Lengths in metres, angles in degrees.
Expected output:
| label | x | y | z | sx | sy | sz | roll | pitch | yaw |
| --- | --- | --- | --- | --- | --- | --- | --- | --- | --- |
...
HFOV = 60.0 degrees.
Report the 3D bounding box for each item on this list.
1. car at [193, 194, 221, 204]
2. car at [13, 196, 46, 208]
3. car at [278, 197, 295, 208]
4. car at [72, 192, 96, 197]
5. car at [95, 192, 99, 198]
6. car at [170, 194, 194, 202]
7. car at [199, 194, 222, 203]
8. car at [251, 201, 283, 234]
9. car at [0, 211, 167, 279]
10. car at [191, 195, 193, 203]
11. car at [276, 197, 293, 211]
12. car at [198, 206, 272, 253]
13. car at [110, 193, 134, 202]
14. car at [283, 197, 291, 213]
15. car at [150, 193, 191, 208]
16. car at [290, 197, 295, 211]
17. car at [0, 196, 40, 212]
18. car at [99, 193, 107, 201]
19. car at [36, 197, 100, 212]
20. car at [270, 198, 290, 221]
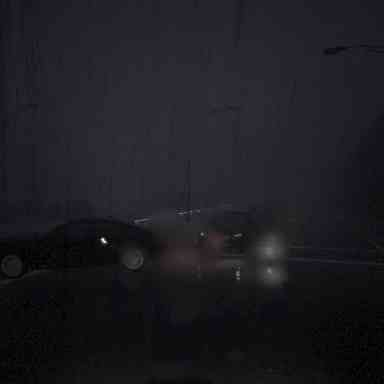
| label | x | y | z | sx | sy | sz | roll | pitch | yaw |
| --- | --- | --- | --- | --- | --- | --- | --- | --- | --- |
| car | 1.760 | 1.126 | 56.753 | 5.027 | 1.636 | 2.152 | 0 | 0 | 19 |
| car | -21.619 | 1.274 | 44.291 | 3.633 | 1.501 | 1.845 | 0 | 0 | 19 |
| car | 13.624 | 1.469 | 47.636 | 2.128 | 1.511 | 4.902 | 0 | 0 | 19 |
| car | -18.369 | 1.249 | 53.741 | 4.514 | 1.523 | 2.007 | 0 | 0 | 19 |
| car | -21.737 | 1.299 | 67.996 | 3.806 | 1.475 | 1.970 | 0 | 0 | 19 |
| car | -1.984 | 1.258 | 68.667 | 4.514 | 1.523 | 2.007 | 0 | 0 | 19 |
| car | 3.515 | 1.203 | 62.934 | 3.806 | 1.475 | 1.970 | 0 | 0 | 19 |
| car | 3.997 | 1.490 | 19.271 | 1.837 | 1.490 | 4.892 | 0 | 0 | 19 |
| car | -3.264 | 1.475 | 9.850 | 5.008 | 1.535 | 1.882 | 0 | 0 | -15 |
| car | -2.349 | 1.053 | 44.636 | 3.866 | 1.878 | 1.905 | 0 | 0 | 19 |
| car | 11.734 | 1.484 | 42.063 | 1.837 | 1.490 | 4.892 | 0 | 0 | 19 |
| car | 1.841 | 1.514 | 13.866 | 1.812 | 1.442 | 4.674 | 0 | 0 | 25 |
| car | -13.694 | 1.046 | 65.309 | 4.605 | 1.855 | 1.932 | 0 | 0 | 19 |
| car | 7.803 | 1.487 | 30.475 | 1.837 | 1.490 | 4.892 | 0 | 0 | 19 |
| car | -2.892 | 1.075 | 41.752 | 4.605 | 1.855 | 1.932 | 0 | 0 | 19 |
| car | 9.852 | 1.544 | 36.510 | 1.994 | 1.385 | 4.181 | 0 | 0 | 19 |
| car | -15.061 | 1.356 | 29.403 | 3.806 | 1.475 | 1.970 | 0 | 0 | 19 |
| car | -20.090 | 1.015 | 70.948 | 3.866 | 1.878 | 1.905 | 0 | 0 | 19 |
| car | -8.991 | 1.356 | 24.197 | 3.633 | 1.501 | 1.845 | 0 | 0 | 19 |
| car | 5.916 | 1.475 | 24.914 | 2.128 | 1.511 | 4.902 | 0 | 0 | 19 |
